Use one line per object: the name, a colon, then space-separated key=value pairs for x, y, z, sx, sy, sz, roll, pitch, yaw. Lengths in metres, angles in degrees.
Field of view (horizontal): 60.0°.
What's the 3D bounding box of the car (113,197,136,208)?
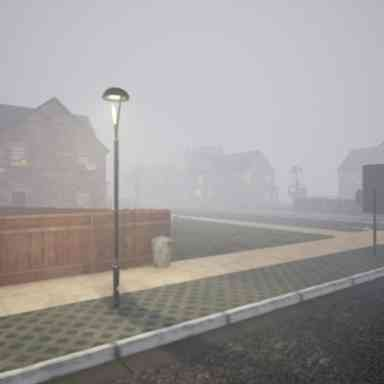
car: x=-9.788 y=1.459 z=47.971 sx=2.128 sy=1.511 sz=4.902 roll=1 pitch=-1 yaw=-35
